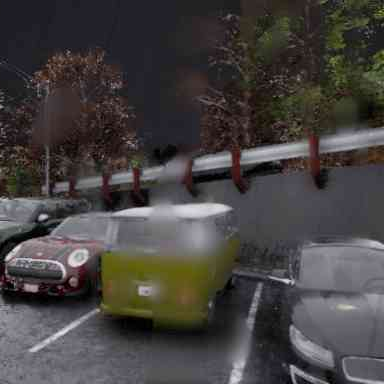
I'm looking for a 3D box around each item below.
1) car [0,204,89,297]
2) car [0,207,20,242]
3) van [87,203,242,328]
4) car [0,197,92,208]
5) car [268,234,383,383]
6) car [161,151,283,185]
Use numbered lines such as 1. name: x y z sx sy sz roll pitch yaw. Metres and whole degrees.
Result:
1. car: -2.560 1.335 8.737 2.185 1.767 4.553 1 0 15
2. car: -9.967 1.455 13.993 2.163 1.488 4.792 0 -1 16
3. van: -0.086 1.247 7.068 1.878 1.987 4.442 0 -1 15
4. car: -5.032 1.197 10.434 2.435 2.045 5.566 1 0 15
5. car: 2.352 1.484 5.204 2.231 1.521 4.892 1 0 15
6. car: 1.156 -0.985 14.598 5.357 1.411 2.033 -5 -3 36
